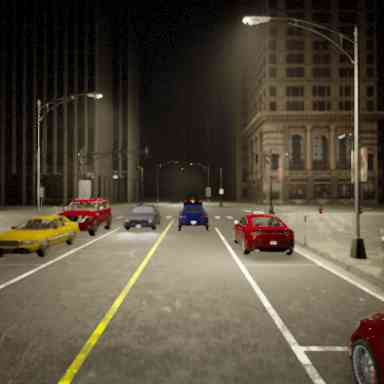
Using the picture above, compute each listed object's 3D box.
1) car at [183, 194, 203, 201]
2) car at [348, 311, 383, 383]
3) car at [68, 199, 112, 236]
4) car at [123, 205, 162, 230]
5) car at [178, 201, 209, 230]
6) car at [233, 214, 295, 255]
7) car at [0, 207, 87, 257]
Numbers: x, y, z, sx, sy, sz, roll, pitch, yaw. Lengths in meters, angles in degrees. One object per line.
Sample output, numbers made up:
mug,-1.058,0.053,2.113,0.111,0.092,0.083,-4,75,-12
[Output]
car,0.118,1.222,40.169,2.150,2.045,5.566,0,0,0
car,2.673,1.580,2.219,1.802,1.307,4.206,0,0,0
car,-5.856,1.315,18.598,2.192,1.841,5.009,0,0,0
car,-3.008,1.549,21.322,2.033,1.411,5.357,0,0,0
car,0.086,1.528,20.845,1.812,1.442,4.674,0,0,0
car,2.669,1.542,13.138,1.887,1.381,4.507,0,0,0
car,-5.855,1.522,12.968,1.752,1.417,4.829,0,0,0
